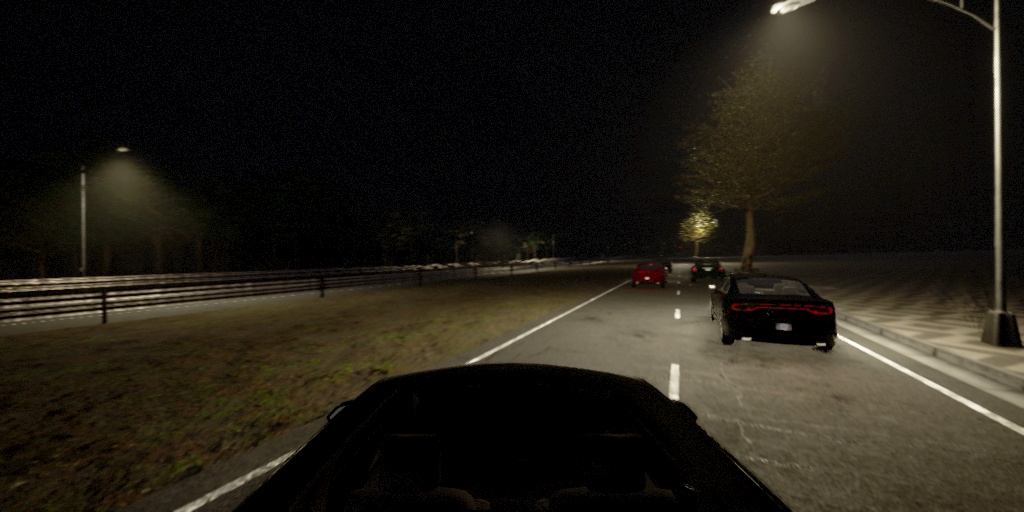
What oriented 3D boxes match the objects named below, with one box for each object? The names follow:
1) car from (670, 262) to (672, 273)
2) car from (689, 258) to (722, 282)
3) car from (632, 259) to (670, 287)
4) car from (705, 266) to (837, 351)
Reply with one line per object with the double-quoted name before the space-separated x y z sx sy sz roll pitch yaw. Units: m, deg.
"car" 16.299 1.032 39.019 1.882 1.535 5.008 -1 0 25
"car" 14.329 0.954 26.496 2.097 1.767 4.553 -1 0 25
"car" 9.101 1.147 23.619 1.882 1.535 5.008 -1 0 25
"car" 6.125 1.164 8.947 1.882 1.535 5.008 -1 0 25
